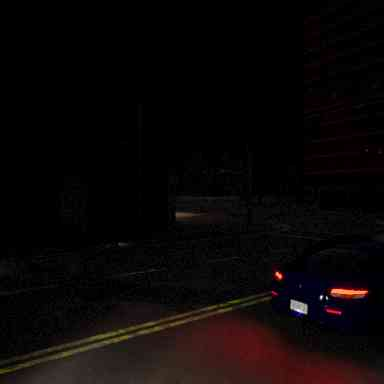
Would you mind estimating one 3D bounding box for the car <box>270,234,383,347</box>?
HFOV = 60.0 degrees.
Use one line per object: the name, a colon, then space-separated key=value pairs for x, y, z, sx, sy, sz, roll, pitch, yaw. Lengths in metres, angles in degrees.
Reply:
car: x=3.453 y=1.526 z=6.234 sx=4.674 sy=1.442 sz=1.812 roll=0 pitch=0 yaw=-35
